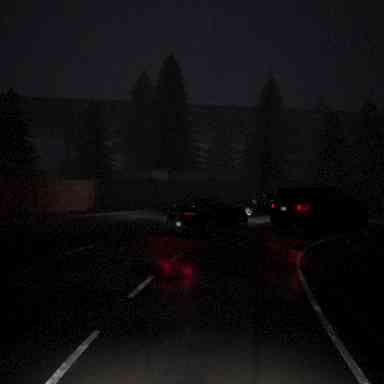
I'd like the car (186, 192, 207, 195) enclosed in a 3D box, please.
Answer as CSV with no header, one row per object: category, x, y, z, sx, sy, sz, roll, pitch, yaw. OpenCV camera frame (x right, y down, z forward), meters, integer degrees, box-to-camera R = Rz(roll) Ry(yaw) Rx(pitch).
car,0.165,0.801,24.734,5.008,1.535,1.882,-1,1,-31

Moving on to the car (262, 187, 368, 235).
car,6.261,0.788,16.186,5.566,2.045,2.150,-1,1,-35

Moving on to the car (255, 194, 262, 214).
car,4.630,0.882,23.015,4.892,1.490,1.837,-1,1,-22

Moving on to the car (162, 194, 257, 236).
car,0.897,1.060,15.777,2.128,1.511,4.902,1,2,36
